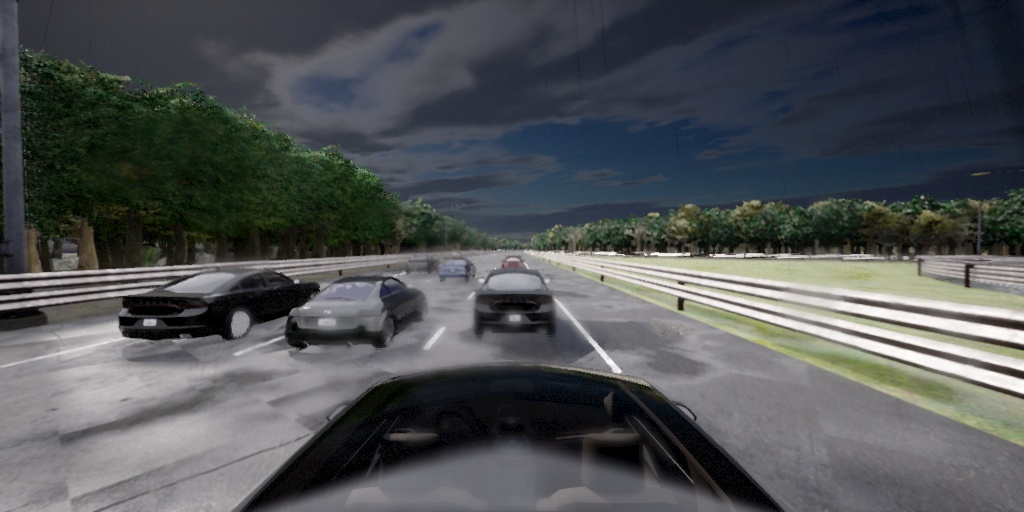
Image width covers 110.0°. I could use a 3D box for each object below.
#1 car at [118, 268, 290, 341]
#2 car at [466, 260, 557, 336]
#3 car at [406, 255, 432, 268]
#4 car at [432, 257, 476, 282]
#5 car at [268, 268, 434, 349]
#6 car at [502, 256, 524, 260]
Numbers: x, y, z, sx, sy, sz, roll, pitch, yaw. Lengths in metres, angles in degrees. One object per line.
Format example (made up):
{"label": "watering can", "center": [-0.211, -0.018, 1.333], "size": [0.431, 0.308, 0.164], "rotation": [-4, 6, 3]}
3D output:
{"label": "car", "center": [-6.923, 1.045, 9.320], "size": [1.882, 1.535, 5.008], "rotation": [0, 2, 0]}
{"label": "car", "center": [0.074, 1.054, 9.808], "size": [1.882, 1.535, 5.008], "rotation": [0, 2, 0]}
{"label": "car", "center": [-6.911, 0.654, 28.215], "size": [2.128, 1.511, 4.902], "rotation": [0, 1, 0]}
{"label": "car", "center": [-3.428, 0.841, 23.300], "size": [2.033, 1.411, 5.357], "rotation": [0, 1, 0]}
{"label": "car", "center": [-3.432, 1.164, 8.699], "size": [1.994, 1.385, 4.181], "rotation": [0, 1, 0]}
{"label": "car", "center": [0.098, 0.697, 29.232], "size": [1.812, 1.442, 4.674], "rotation": [0, 1, 0]}
